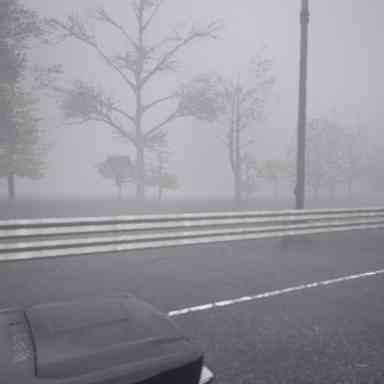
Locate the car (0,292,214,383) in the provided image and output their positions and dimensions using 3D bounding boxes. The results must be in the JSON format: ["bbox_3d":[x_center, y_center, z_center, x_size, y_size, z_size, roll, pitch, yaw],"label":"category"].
[{"bbox_3d":[-2.192,1.490,2.428,4.718,1.301,1.895,0,2,-30],"label":"car"}]
